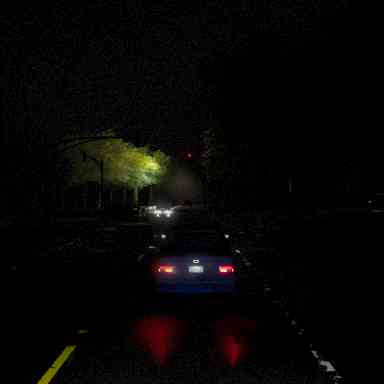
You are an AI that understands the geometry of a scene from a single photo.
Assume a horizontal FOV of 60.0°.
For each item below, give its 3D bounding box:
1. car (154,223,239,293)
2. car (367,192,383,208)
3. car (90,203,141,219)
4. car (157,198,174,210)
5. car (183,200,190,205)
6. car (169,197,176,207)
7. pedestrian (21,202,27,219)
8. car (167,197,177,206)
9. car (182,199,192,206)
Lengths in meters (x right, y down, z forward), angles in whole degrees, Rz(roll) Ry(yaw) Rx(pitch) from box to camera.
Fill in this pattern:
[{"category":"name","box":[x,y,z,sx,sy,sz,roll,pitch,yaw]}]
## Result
[{"category":"car","box":[0.087,1.550,8.974,2.033,1.411,5.357,0,0,0]},{"category":"car","box":[19.038,0.417,30.356,5.566,2.045,2.150,-3,-1,2]},{"category":"car","box":[-7.200,1.743,31.322,4.674,1.442,1.812,-2,-1,2]},{"category":"car","box":[-4.182,2.000,49.804,1.895,1.301,4.718,0,-1,-1]},{"category":"car","box":[-1.526,2.963,90.978,1.895,1.301,4.718,0,-2,-1]},{"category":"car","box":[-4.370,1.910,58.908,2.097,1.767,4.553,0,-1,-1]},{"category":"pedestrian","box":[-18.100,1.917,35.640,0.375,1.860,0.375,0,1,2]},{"category":"car","box":[-4.761,2.226,79.318,2.150,2.045,5.566,0,-1,-1]},{"category":"car","box":[-1.026,2.317,71.965,1.837,1.490,4.892,0,-1,-1]}]
